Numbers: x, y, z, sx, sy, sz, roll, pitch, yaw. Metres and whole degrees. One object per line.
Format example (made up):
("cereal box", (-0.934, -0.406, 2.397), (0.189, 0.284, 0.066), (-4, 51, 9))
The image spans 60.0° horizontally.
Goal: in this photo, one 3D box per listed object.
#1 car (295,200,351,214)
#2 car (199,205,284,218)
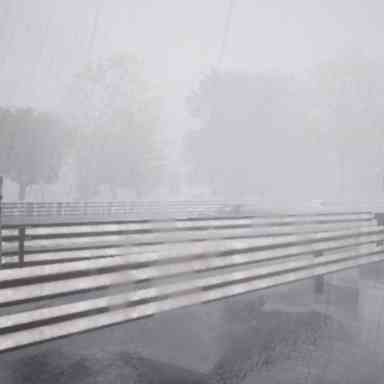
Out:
("car", (10.172, 1.314, 25.794), (4.674, 1.442, 1.812), (0, 0, -25))
("car", (2.877, 1.368, 18.460), (4.718, 1.301, 1.895), (0, 0, -26))
